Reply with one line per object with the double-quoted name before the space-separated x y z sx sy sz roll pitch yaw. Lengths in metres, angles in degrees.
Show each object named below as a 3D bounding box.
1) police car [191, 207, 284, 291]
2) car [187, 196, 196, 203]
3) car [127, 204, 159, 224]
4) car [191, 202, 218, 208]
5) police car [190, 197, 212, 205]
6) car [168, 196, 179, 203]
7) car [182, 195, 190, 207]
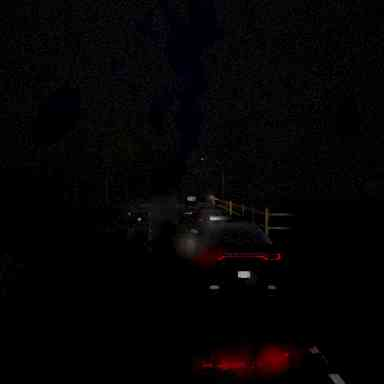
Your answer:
"police car" 1.027 1.432 9.182 1.930 1.638 5.238 0 0 0
"car" -0.166 1.595 69.576 1.895 1.301 4.718 0 0 0
"car" -3.661 1.613 25.421 1.895 1.301 4.718 0 0 0
"car" 1.004 1.537 19.079 1.812 1.442 4.674 0 0 0
"police car" 0.989 1.437 25.194 1.930 1.638 5.238 0 0 0
"car" -3.683 1.560 66.385 1.994 1.385 4.181 0 0 0
"car" -0.060 1.503 50.942 2.128 1.511 4.902 0 0 0
